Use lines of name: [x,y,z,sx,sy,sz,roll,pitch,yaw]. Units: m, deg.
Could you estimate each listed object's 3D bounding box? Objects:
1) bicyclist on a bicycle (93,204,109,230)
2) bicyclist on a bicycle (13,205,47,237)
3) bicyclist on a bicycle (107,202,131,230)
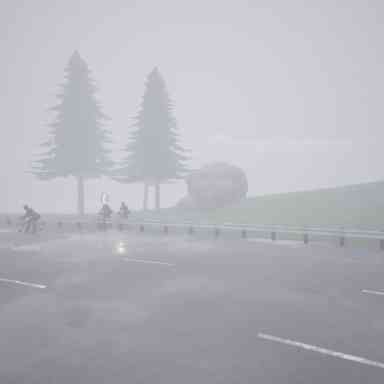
bicyclist on a bicycle: [-5.143,1.416,19.708,0.582,1.620,1.656,0,-4,36]
bicyclist on a bicycle: [-8.078,1.454,16.550,1.656,1.620,0.582,-2,0,-6]
bicyclist on a bicycle: [-3.963,1.424,19.315,0.582,1.620,1.656,1,-5,23]
